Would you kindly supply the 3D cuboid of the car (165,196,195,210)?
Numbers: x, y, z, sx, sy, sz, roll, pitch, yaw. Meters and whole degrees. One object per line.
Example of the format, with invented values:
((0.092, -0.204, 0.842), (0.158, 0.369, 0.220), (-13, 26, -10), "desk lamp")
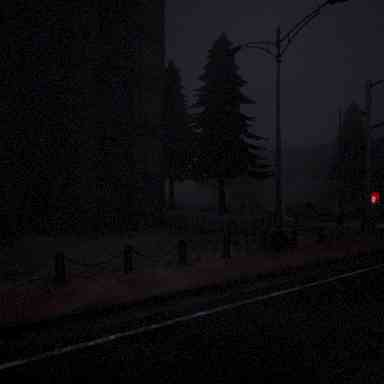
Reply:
((-2.000, 1.579, 42.018), (1.994, 1.385, 4.181), (0, 0, -37), "car")

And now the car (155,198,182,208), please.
((-3.646, 1.616, 50.434), (1.895, 1.301, 4.718), (0, 0, -34), "car")

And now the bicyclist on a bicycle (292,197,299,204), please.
((11.427, 1.316, 36.632), (1.656, 1.620, 0.582), (0, 0, -37), "bicyclist on a bicycle")

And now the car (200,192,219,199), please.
((5.081, 1.113, 92.433), (1.932, 1.855, 4.605), (0, 0, -37), "car")

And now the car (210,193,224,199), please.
((7.168, 1.092, 94.497), (1.905, 1.878, 3.866), (0, 0, -37), "car")

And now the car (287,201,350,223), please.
((9.881, 1.493, 26.281), (1.882, 1.535, 5.008), (0, 0, -37), "car")
